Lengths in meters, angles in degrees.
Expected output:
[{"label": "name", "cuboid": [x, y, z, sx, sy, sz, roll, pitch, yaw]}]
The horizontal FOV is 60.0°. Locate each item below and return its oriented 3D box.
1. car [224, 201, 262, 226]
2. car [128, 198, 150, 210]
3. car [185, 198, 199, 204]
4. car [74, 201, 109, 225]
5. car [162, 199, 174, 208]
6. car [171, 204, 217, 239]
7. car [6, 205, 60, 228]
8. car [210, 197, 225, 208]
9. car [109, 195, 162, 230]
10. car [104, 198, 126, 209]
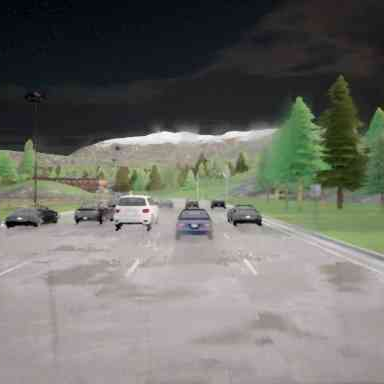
[{"label": "car", "cuboid": [3.609, 1.567, 23.417, 1.994, 1.385, 4.181, 0, 0, 0]}, {"label": "car", "cuboid": [-6.980, 1.555, 44.495, 2.033, 1.411, 5.357, 0, 0, 0]}, {"label": "car", "cuboid": [0.015, 1.533, 43.855, 1.812, 1.442, 4.674, 0, 0, 0]}, {"label": "car", "cuboid": [-6.891, 1.494, 23.937, 2.128, 1.511, 4.902, 0, 0, 0]}, {"label": "car", "cuboid": [-3.479, 1.609, 44.655, 1.895, 1.301, 4.718, 0, 0, 0]}, {"label": "car", "cuboid": [0.108, 1.550, 17.388, 2.033, 1.411, 5.357, 0, 0, 0]}, {"label": "car", "cuboid": [-10.394, 1.568, 22.066, 1.994, 1.385, 4.181, 0, 0, 0]}, {"label": "car", "cuboid": [3.530, 1.485, 45.580, 1.882, 1.535, 5.008, 0, 0, 0]}, {"label": "car", "cuboid": [-3.392, 1.225, 21.172, 2.150, 2.045, 5.566, 0, 0, 0]}, {"label": "car", "cuboid": [-10.476, 1.572, 45.393, 1.994, 1.385, 4.181, 0, 0, 0]}]
